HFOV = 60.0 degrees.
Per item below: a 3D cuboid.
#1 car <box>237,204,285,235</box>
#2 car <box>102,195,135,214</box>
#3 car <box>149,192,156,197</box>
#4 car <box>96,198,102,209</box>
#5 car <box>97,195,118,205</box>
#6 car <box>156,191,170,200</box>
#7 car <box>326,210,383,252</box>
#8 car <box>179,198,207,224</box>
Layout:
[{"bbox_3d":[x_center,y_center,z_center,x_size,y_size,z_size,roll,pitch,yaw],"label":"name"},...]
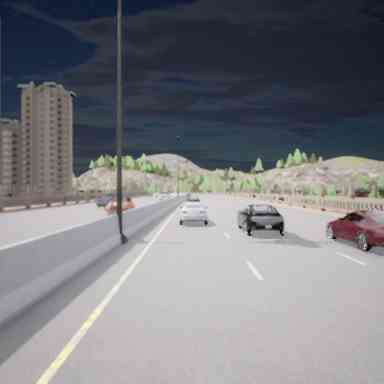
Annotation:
[{"bbox_3d":[3.603,1.406,18.044,2.128,1.511,4.902,0,0,0],"label":"car"},{"bbox_3d":[-7.081,1.197,33.114,2.097,1.767,4.553,0,0,0],"label":"car"},{"bbox_3d":[-9.441,0.795,82.455,1.882,1.535,5.008,0,0,2],"label":"car"},{"bbox_3d":[-10.540,1.310,41.796,1.837,1.490,4.892,0,0,1],"label":"car"},{"bbox_3d":[-13.795,1.236,54.512,2.128,1.511,4.902,0,0,2],"label":"car"},{"bbox_3d":[-6.144,0.847,75.409,2.150,2.045,5.566,0,0,2],"label":"car"},{"bbox_3d":[7.102,1.462,13.415,1.812,1.442,4.674,0,0,0],"label":"car"},{"bbox_3d":[0.102,1.416,23.279,1.812,1.442,4.674,0,0,0],"label":"car"}]
